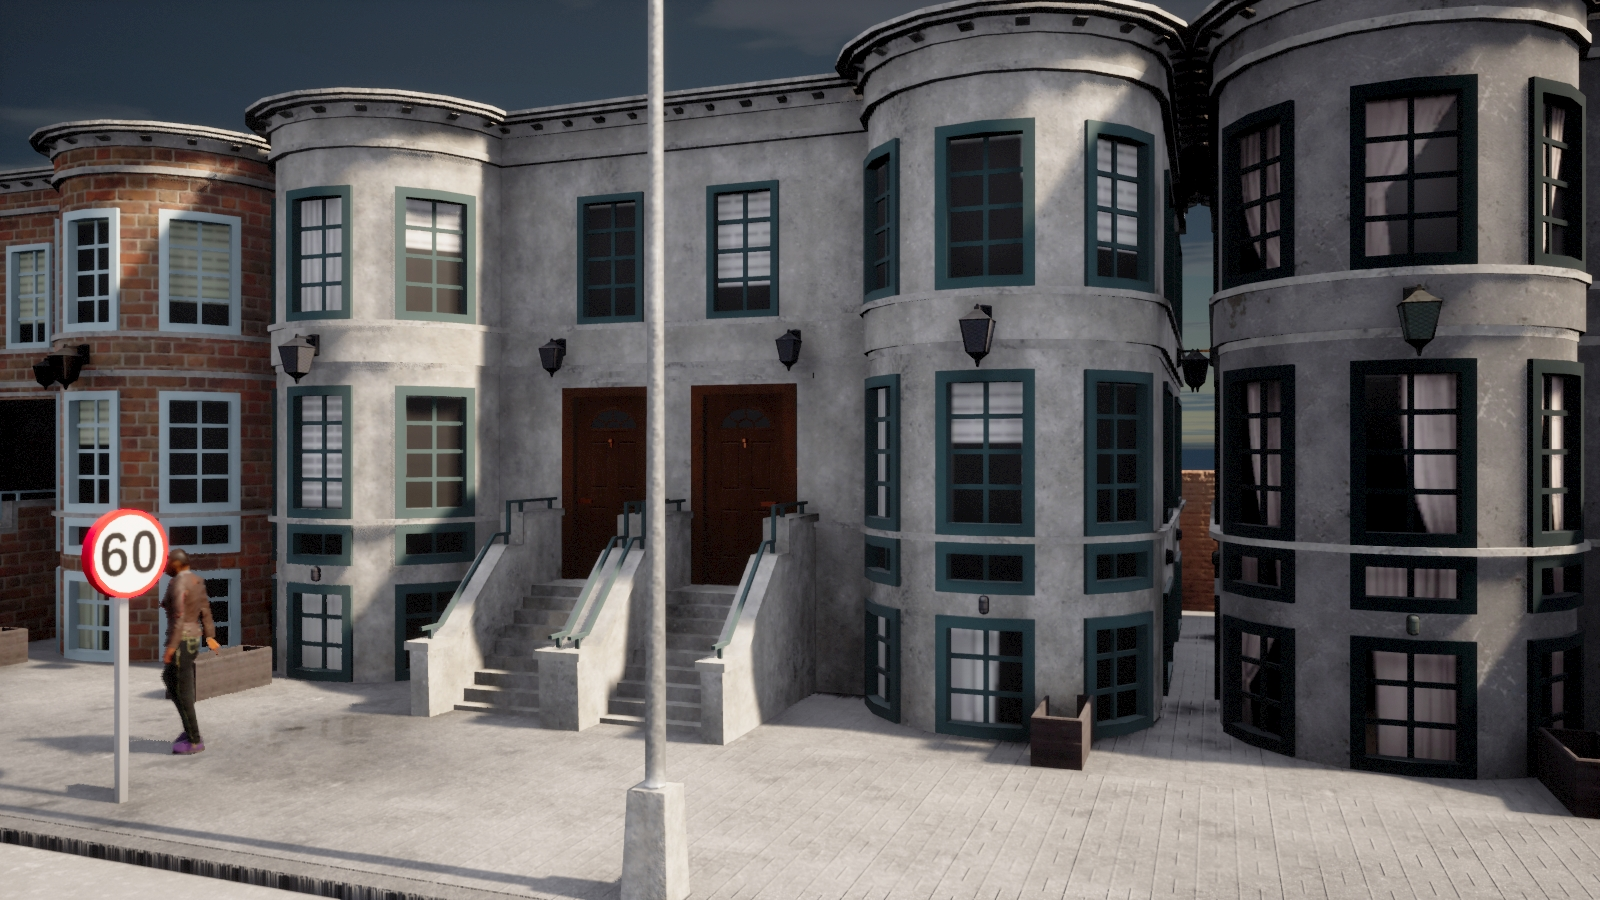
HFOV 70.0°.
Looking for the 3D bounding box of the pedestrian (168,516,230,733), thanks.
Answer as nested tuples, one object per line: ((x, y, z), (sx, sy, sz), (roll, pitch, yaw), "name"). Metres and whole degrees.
((-5.312, 1.524, 10.105), (0.375, 1.860, 0.375), (0, 0, -7), "pedestrian")
